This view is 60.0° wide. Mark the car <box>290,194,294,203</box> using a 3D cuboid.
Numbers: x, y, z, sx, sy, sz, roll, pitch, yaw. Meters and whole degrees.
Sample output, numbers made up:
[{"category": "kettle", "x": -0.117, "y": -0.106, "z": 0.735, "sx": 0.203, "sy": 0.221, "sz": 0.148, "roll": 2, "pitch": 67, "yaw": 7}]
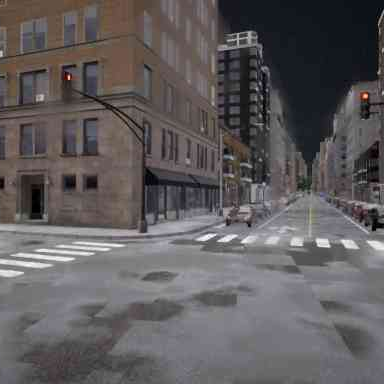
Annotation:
[{"category": "car", "x": 16.608, "y": 1.563, "z": 59.283, "sx": 1.947, "sy": 1.339, "sz": 4.313, "roll": 1, "pitch": 0, "yaw": 20}]

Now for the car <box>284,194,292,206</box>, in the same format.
[{"category": "car", "x": 14.680, "y": 1.524, "z": 53.920, "sx": 1.752, "sy": 1.417, "sz": 4.829, "roll": 1, "pitch": 0, "yaw": 20}]

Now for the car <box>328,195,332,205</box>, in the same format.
[{"category": "car", "x": 24.635, "y": 1.548, "z": 56.412, "sx": 2.008, "sy": 1.369, "sz": 4.403, "roll": 1, "pitch": 0, "yaw": 20}]

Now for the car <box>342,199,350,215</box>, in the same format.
[{"category": "car", "x": 15.279, "y": 1.552, "z": 30.389, "sx": 2.008, "sy": 1.369, "sz": 4.403, "roll": 1, "pitch": 0, "yaw": 20}]

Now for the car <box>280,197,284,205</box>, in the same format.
[{"category": "car", "x": 9.125, "y": 1.546, "z": 38.470, "sx": 1.887, "sy": 1.381, "sz": 4.507, "roll": 1, "pitch": 0, "yaw": 20}]

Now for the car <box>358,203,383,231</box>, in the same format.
[{"category": "car", "x": 11.537, "y": 1.568, "z": 19.980, "sx": 1.947, "sy": 1.339, "sz": 4.313, "roll": 1, "pitch": 0, "yaw": 20}]

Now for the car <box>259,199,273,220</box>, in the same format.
[{"category": "car", "x": 5.383, "y": 1.567, "z": 28.064, "sx": 1.947, "sy": 1.339, "sz": 4.313, "roll": 1, "pitch": 0, "yaw": 20}]

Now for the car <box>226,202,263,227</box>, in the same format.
[{"category": "car", "x": 3.513, "y": 1.584, "z": 22.861, "sx": 1.802, "sy": 1.307, "sz": 4.206, "roll": 1, "pitch": 0, "yaw": 20}]

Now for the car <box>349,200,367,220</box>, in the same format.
[{"category": "car", "x": 13.408, "y": 1.546, "z": 25.184, "sx": 1.887, "sy": 1.381, "sz": 4.507, "roll": 1, "pitch": 0, "yaw": 20}]

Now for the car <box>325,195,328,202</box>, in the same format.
[{"category": "car", "x": 28.377, "y": 1.561, "z": 66.821, "sx": 1.947, "sy": 1.339, "sz": 4.313, "roll": 1, "pitch": 0, "yaw": 20}]

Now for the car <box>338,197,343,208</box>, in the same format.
[{"category": "car", "x": 17.151, "y": 1.546, "z": 35.594, "sx": 1.887, "sy": 1.381, "sz": 4.507, "roll": 1, "pitch": 0, "yaw": 20}]

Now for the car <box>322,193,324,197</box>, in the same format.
[{"category": "car", "x": 33.992, "y": 1.431, "z": 82.434, "sx": 1.967, "sy": 1.590, "sz": 4.097, "roll": 1, "pitch": 0, "yaw": 20}]

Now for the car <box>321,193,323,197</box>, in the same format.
[{"category": "car", "x": 35.863, "y": 1.430, "z": 87.639, "sx": 1.967, "sy": 1.590, "sz": 4.097, "roll": 1, "pitch": 0, "yaw": 20}]

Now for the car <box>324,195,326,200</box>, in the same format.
[{"category": "car", "x": 30.248, "y": 1.575, "z": 72.026, "sx": 1.802, "sy": 1.307, "sz": 4.206, "roll": 1, "pitch": 0, "yaw": 20}]

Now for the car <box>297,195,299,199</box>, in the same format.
[{"category": "car", "x": 22.222, "y": 1.308, "z": 74.892, "sx": 2.192, "sy": 1.841, "sz": 5.009, "roll": 1, "pitch": 0, "yaw": 20}]

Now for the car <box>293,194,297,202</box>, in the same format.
[{"category": "car", "x": 20.349, "y": 1.560, "z": 69.690, "sx": 1.947, "sy": 1.339, "sz": 4.313, "roll": 1, "pitch": 0, "yaw": 20}]

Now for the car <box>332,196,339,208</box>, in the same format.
[{"category": "car", "x": 20.893, "y": 1.566, "z": 46.003, "sx": 1.947, "sy": 1.339, "sz": 4.313, "roll": 1, "pitch": 0, "yaw": 20}]

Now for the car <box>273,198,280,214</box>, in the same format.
[{"category": "car", "x": 7.254, "y": 1.552, "z": 33.267, "sx": 2.008, "sy": 1.369, "sz": 4.403, "roll": 1, "pitch": 0, "yaw": 20}]
